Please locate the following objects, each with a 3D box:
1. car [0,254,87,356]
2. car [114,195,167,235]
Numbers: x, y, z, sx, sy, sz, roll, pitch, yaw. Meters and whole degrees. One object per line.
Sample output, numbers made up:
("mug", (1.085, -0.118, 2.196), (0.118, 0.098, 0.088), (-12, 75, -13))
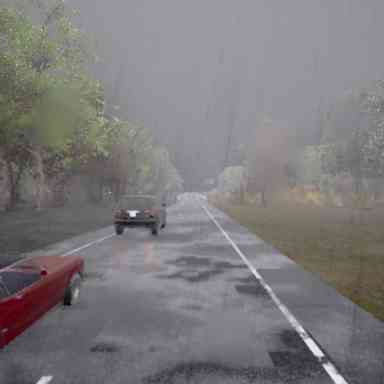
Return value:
("car", (-3.224, 1.592, 5.054), (1.895, 1.301, 4.718), (0, 0, 1))
("car", (-2.763, 1.190, 18.784), (2.150, 2.045, 5.566), (0, 0, 2))
